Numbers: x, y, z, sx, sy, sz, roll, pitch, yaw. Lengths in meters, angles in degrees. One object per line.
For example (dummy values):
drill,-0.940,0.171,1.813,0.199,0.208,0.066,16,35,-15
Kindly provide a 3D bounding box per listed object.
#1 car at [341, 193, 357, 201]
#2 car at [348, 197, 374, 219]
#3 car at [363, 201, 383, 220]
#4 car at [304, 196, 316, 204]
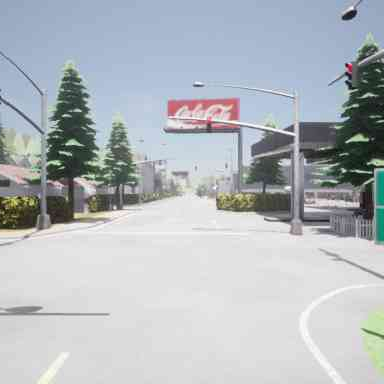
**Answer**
car,34.737,1.489,71.931,2.007,1.523,4.514,0,0,0
car,14.310,1.504,25.024,3.866,1.878,1.905,0,0,0
car,18.623,1.672,30.704,4.611,1.667,2.242,0,0,0
car,22.351,1.552,64.110,1.970,1.475,3.806,0,0,0
